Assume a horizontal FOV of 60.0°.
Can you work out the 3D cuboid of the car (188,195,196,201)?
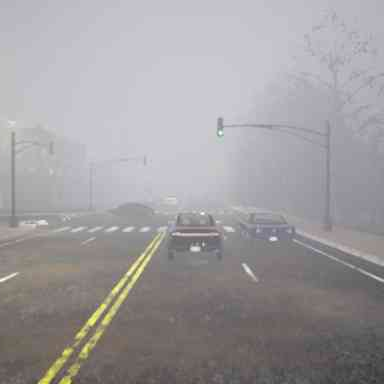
[{"bbox_3d":[-0.005,1.471,85.517,1.882,1.535,5.008,0,0,0],"label":"car"}]

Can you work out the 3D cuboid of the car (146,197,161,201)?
[{"bbox_3d":[-6.574,1.704,53.121,1.895,1.301,4.718,0,0,0],"label":"car"}]

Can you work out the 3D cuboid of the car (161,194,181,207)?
[{"bbox_3d":[-3.320,1.329,53.847,2.150,2.045,5.566,0,0,1],"label":"car"}]

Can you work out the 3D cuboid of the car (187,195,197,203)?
[{"bbox_3d":[-0.005,1.613,75.098,1.882,1.535,5.008,0,0,0],"label":"car"}]

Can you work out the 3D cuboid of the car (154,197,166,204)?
[{"bbox_3d":[-6.503,1.685,68.472,1.994,1.385,4.181,0,0,0],"label":"car"}]

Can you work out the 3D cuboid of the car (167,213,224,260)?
[{"bbox_3d":[0.101,1.518,12.516,2.128,1.511,4.902,0,0,0],"label":"car"}]

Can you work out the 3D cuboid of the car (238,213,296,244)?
[{"bbox_3d":[3.350,1.634,15.885,1.895,1.301,4.718,0,0,0],"label":"car"}]

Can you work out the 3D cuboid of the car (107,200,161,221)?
[{"bbox_3d":[-5.136,1.583,27.866,4.674,1.442,1.812,0,-1,39],"label":"car"}]

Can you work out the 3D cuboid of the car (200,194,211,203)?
[{"bbox_3d":[3.245,1.675,75.098,2.033,1.411,5.357,0,0,0],"label":"car"}]

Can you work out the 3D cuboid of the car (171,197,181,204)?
[{"bbox_3d":[-3.253,1.728,69.198,1.895,1.301,4.718,0,0,0],"label":"car"}]
